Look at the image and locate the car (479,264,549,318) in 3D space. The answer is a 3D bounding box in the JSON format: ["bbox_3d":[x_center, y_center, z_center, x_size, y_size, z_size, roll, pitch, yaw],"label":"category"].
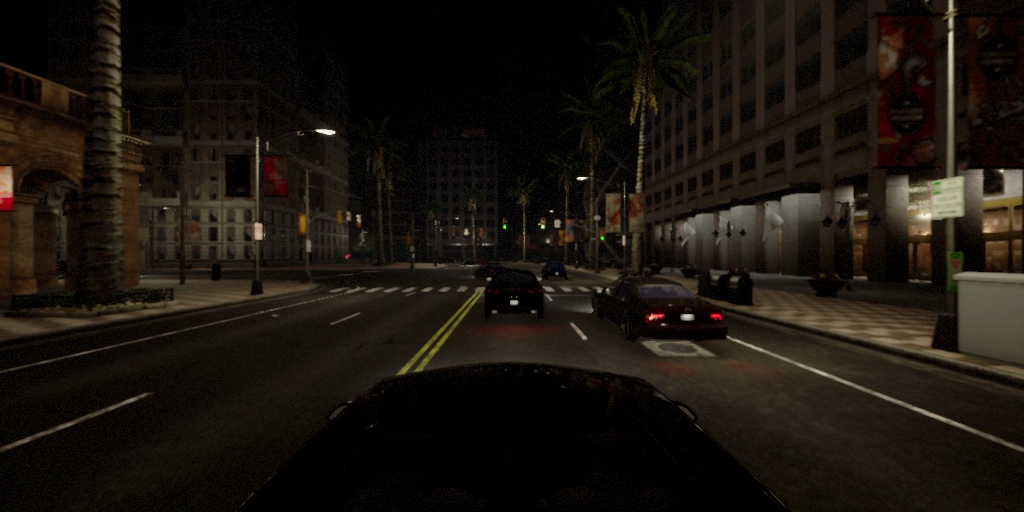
[{"bbox_3d":[0.076,1.202,12.897,1.882,1.535,5.008,0,0,0],"label":"car"}]

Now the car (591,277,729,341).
[{"bbox_3d":[3.564,1.278,9.767,2.033,1.411,5.357,0,0,0],"label":"car"}]

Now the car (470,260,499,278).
[{"bbox_3d":[-1.760,1.248,30.058,1.994,1.385,4.181,0,0,-24],"label":"car"}]

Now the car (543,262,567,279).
[{"bbox_3d":[3.584,1.208,30.806,1.812,1.442,4.674,0,0,0],"label":"car"}]

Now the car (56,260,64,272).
[{"bbox_3d":[-51.606,1.267,38.243,4.718,1.301,1.895,0,0,-1],"label":"car"}]
